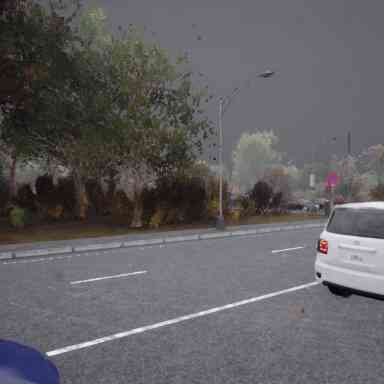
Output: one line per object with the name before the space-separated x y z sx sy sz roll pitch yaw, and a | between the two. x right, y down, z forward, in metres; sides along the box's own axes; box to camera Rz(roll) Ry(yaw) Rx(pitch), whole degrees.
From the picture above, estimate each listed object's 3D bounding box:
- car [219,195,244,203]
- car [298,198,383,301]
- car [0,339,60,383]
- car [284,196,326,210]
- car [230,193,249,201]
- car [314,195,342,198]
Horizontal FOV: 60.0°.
car | 7.865 1.408 66.188 2.033 1.411 5.357 0 1 -32
car | 5.050 1.221 7.356 5.566 2.045 2.150 0 0 -35
car | -3.070 1.526 1.553 4.674 1.442 1.812 0 0 -36
car | 12.539 1.491 38.756 2.128 1.511 4.902 0 0 -33
car | 7.294 1.213 47.085 2.150 2.045 5.566 0 0 -32
car | 15.569 1.491 40.540 2.128 1.511 4.902 0 0 -32
